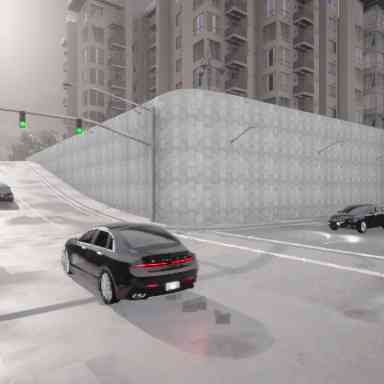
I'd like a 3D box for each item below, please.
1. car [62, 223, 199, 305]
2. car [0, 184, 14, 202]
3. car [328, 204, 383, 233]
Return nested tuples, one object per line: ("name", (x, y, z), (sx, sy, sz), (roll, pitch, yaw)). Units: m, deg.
("car", (-1.776, 1.524, 8.260), (1.837, 1.490, 4.892), (0, 0, -36))
("car", (-17.224, -0.016, 29.750), (2.033, 1.411, 5.357), (0, 9, -36))
("car", (10.056, 1.505, 19.773), (4.892, 1.490, 1.837), (0, 0, -36))
